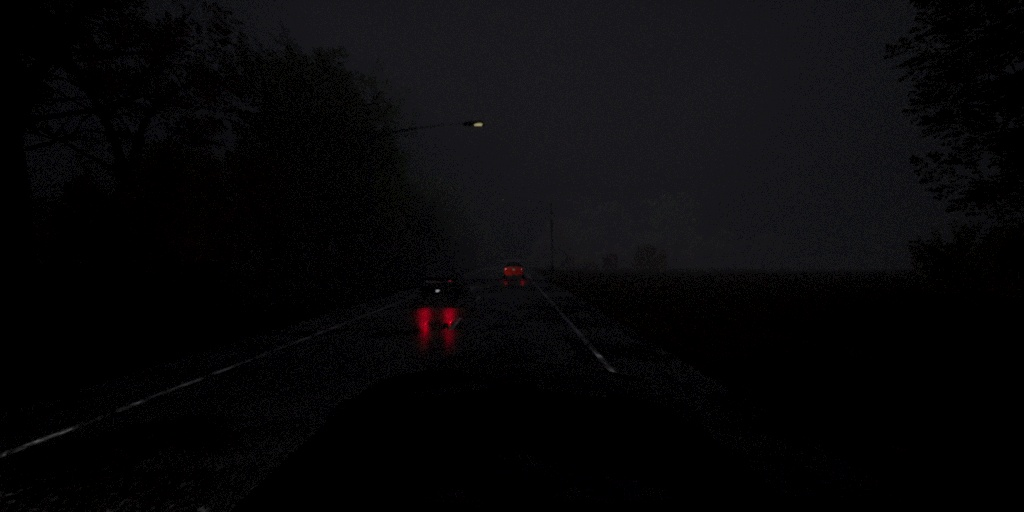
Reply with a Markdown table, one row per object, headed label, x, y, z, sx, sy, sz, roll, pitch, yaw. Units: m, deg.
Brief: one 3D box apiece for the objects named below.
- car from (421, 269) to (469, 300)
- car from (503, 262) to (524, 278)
| label | x | y | z | sx | sy | sz | roll | pitch | yaw |
| --- | --- | --- | --- | --- | --- | --- | --- | --- | --- |
| car | -3.363 | 1.394 | 18.629 | 2.128 | 1.511 | 4.902 | 0 | 0 | 0 |
| car | 0.188 | 1.372 | 37.568 | 2.097 | 1.767 | 4.553 | 0 | 0 | 0 |
